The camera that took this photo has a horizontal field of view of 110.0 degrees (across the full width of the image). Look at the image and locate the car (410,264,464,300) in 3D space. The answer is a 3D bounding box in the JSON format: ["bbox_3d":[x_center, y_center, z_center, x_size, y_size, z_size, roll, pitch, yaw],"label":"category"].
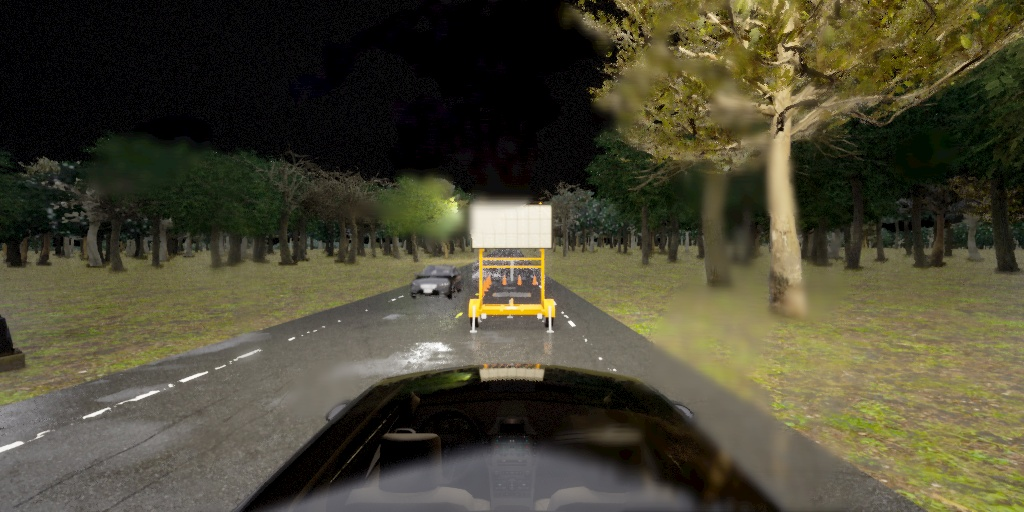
[{"bbox_3d":[-3.506,1.177,17.418,2.128,1.511,4.902,0,0,0],"label":"car"}]

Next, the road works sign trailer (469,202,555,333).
[{"bbox_3d":[-0.004,0.194,10.718,2.380,3.560,2.880,0,0,0],"label":"road works sign trailer"}]
